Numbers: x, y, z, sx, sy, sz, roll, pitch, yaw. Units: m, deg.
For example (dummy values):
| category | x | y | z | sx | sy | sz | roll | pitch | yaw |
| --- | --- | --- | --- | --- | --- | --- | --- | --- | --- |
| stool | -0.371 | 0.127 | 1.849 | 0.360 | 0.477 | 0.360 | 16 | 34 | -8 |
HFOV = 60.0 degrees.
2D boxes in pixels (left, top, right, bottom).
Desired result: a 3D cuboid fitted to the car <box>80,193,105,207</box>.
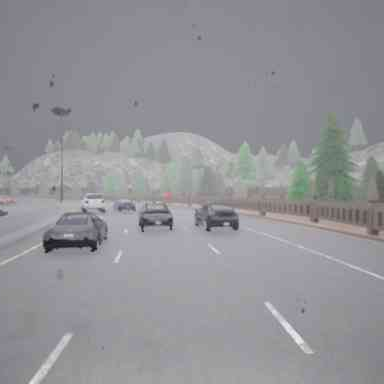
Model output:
| category | x | y | z | sx | sy | sz | roll | pitch | yaw |
| --- | --- | --- | --- | --- | --- | --- | --- | --- | --- |
| car | -10.866 | 1.161 | 36.294 | 2.150 | 2.045 | 5.566 | 0 | 0 | -22 |

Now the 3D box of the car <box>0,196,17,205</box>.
| category | x | y | z | sx | sy | sz | roll | pitch | yaw |
| --- | --- | --- | --- | --- | --- | --- | --- | --- | --- |
| car | -32.159 | 1.441 | 58.126 | 2.097 | 1.767 | 4.553 | -1 | 0 | -40 |

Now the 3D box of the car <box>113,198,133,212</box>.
| category | x | y | z | sx | sy | sz | roll | pitch | yaw |
| --- | --- | --- | --- | --- | --- | --- | --- | --- | --- |
| car | -7.658 | 1.443 | 37.514 | 1.812 | 1.442 | 4.674 | 0 | 0 | -22 |

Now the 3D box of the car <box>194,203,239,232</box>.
| category | x | y | z | sx | sy | sz | roll | pitch | yaw |
| --- | --- | --- | --- | --- | --- | --- | --- | --- | --- |
| car | 1.354 | 1.423 | 19.809 | 1.837 | 1.490 | 4.892 | 0 | 0 | -11 |

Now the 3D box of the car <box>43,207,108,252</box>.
| category | x | y | z | sx | sy | sz | roll | pitch | yaw |
| --- | --- | --- | --- | --- | --- | --- | --- | --- | --- |
| car | -4.702 | 1.528 | 13.900 | 1.994 | 1.385 | 4.181 | 0 | 0 | -8 |

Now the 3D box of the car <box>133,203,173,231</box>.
| category | x | y | z | sx | sy | sz | roll | pitch | yaw |
| --- | --- | --- | --- | --- | --- | --- | --- | --- | --- |
| car | -2.291 | 1.426 | 20.142 | 2.128 | 1.511 | 4.902 | 0 | 0 | -11 |

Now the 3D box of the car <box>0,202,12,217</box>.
| category | x | y | z | sx | sy | sz | roll | pitch | yaw |
| --- | --- | --- | --- | --- | --- | --- | --- | --- | --- |
| car | -13.569 | 1.586 | 21.651 | 1.895 | 1.301 | 4.718 | 0 | 0 | -15 |
